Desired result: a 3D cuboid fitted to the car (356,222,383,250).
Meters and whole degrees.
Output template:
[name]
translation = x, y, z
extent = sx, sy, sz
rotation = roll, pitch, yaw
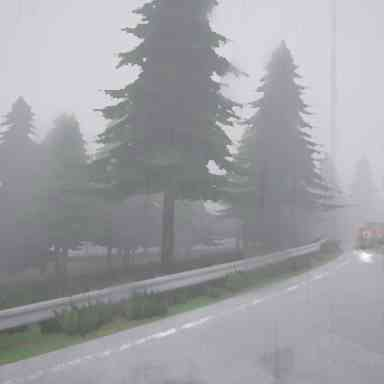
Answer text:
[car]
translation = 10.942, 2.543, 19.513
extent = 2.097, 1.767, 4.553
rotation = 1, -6, 23
